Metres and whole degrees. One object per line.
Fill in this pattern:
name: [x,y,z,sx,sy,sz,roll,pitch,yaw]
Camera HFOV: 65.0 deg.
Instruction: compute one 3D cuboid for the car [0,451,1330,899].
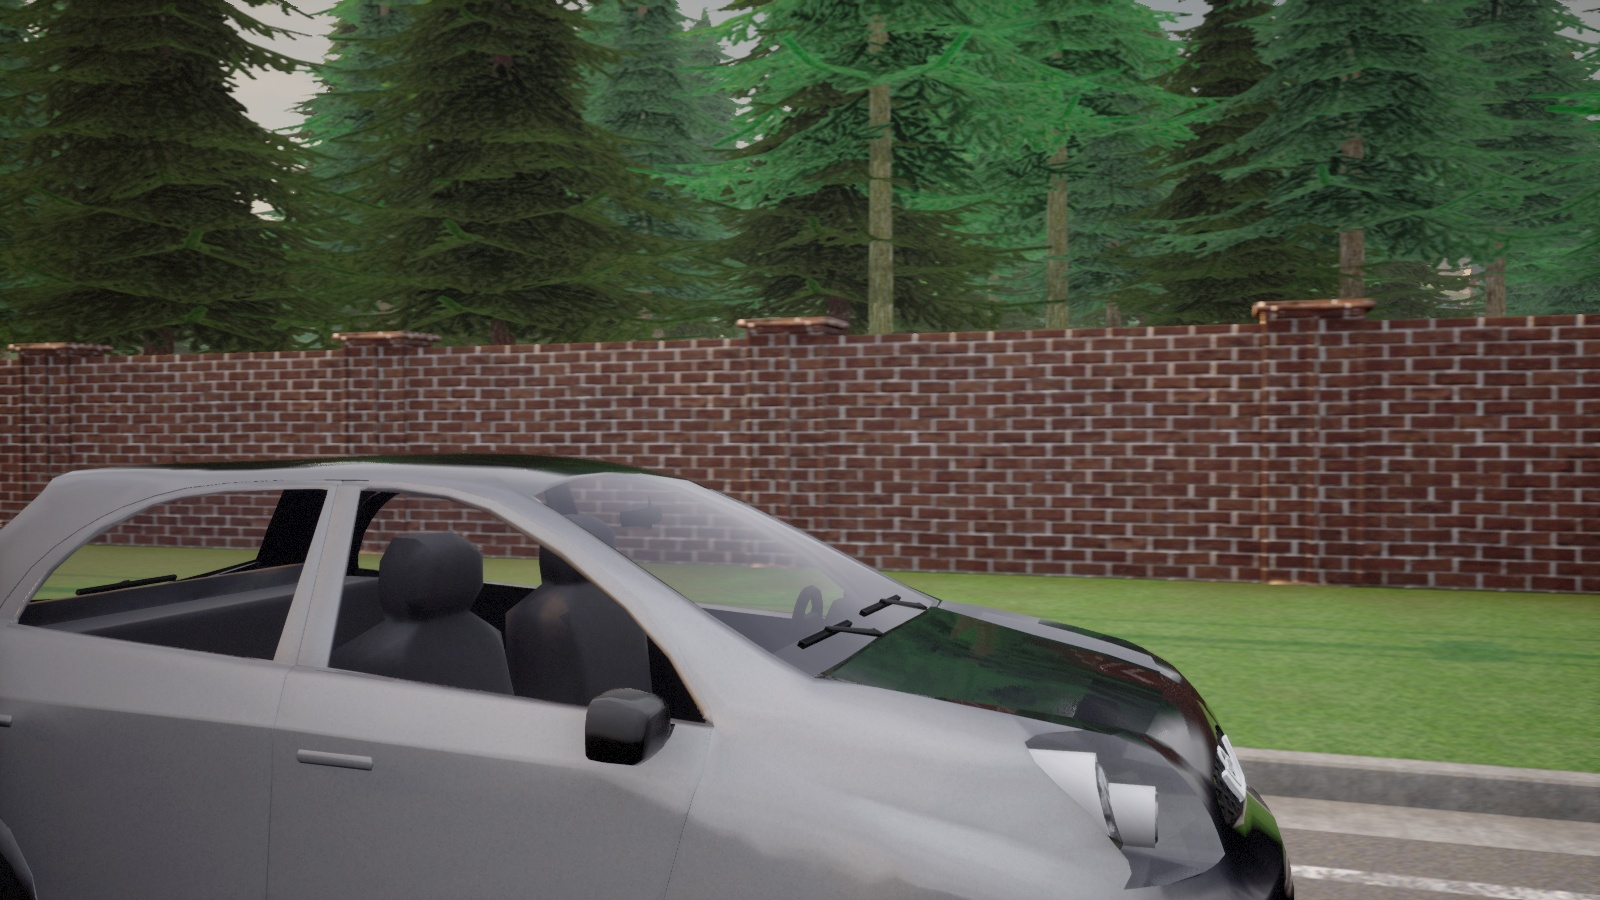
car: [-0.614,0.784,3.400,3.633,1.501,1.845,1,1,19]
